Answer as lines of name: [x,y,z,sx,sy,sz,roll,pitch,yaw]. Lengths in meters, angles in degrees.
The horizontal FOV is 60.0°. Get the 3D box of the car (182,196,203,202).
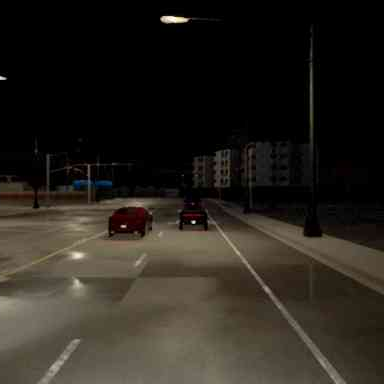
car: [0.098,1.467,38.341,2.150,2.045,5.566,0,0,0]

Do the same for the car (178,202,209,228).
car: [0.098,1.657,23.263,1.837,1.490,4.892,0,0,0]

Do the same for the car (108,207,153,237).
car: [-3.401,1.599,19.020,1.882,1.535,5.008,0,-1,0]
